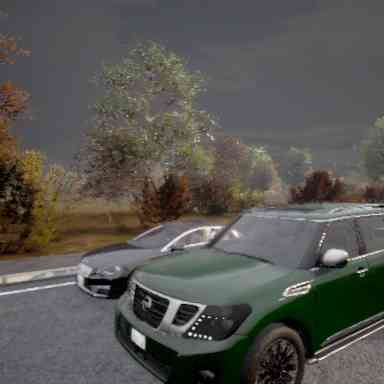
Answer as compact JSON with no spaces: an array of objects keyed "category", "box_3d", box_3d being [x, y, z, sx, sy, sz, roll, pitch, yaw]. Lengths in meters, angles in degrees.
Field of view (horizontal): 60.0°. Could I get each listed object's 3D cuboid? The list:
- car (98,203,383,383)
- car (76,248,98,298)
[{"category":"car","box_3d":[1.672,1.222,5.186,5.566,2.045,2.150,0,0,-35]},{"category":"car","box_3d":[-0.242,1.492,8.119,4.902,1.511,2.128,0,0,-35]}]
